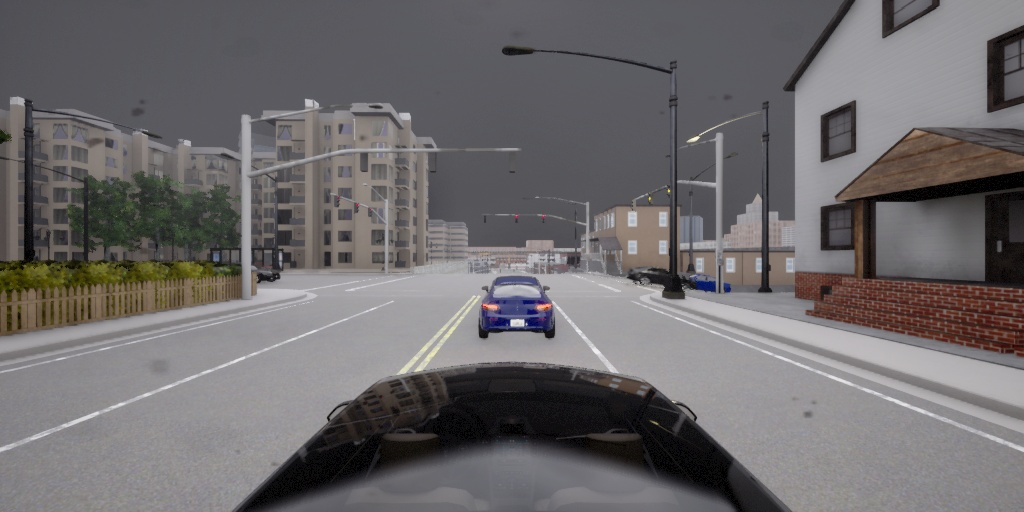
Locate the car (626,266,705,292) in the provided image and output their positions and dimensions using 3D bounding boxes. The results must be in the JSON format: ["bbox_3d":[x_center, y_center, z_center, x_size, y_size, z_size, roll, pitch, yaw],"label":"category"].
[{"bbox_3d":[10.810,1.563,26.036,4.892,1.490,1.837,8,0,1],"label":"car"}]

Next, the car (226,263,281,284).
[{"bbox_3d":[-19.814,1.255,26.510,4.892,1.490,1.837,0,0,1],"label":"car"}]

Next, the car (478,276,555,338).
[{"bbox_3d":[0.110,1.276,10.013,1.812,1.442,4.674,0,0,0],"label":"car"}]

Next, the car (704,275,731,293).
[{"bbox_3d":[15.379,2.209,29.696,5.008,1.535,1.882,9,0,1],"label":"car"}]
